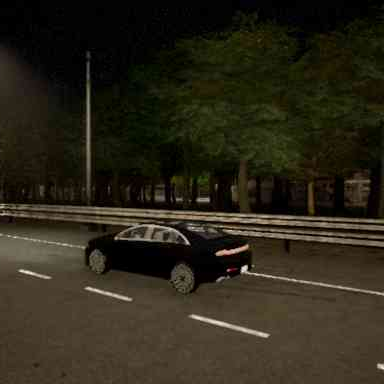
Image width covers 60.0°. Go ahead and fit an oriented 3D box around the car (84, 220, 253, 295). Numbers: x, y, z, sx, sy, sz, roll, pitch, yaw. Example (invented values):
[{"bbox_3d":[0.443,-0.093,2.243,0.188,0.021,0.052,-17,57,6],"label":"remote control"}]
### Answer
[{"bbox_3d":[-0.820,1.492,8.754,4.902,1.511,2.128,0,0,35],"label":"car"}]
